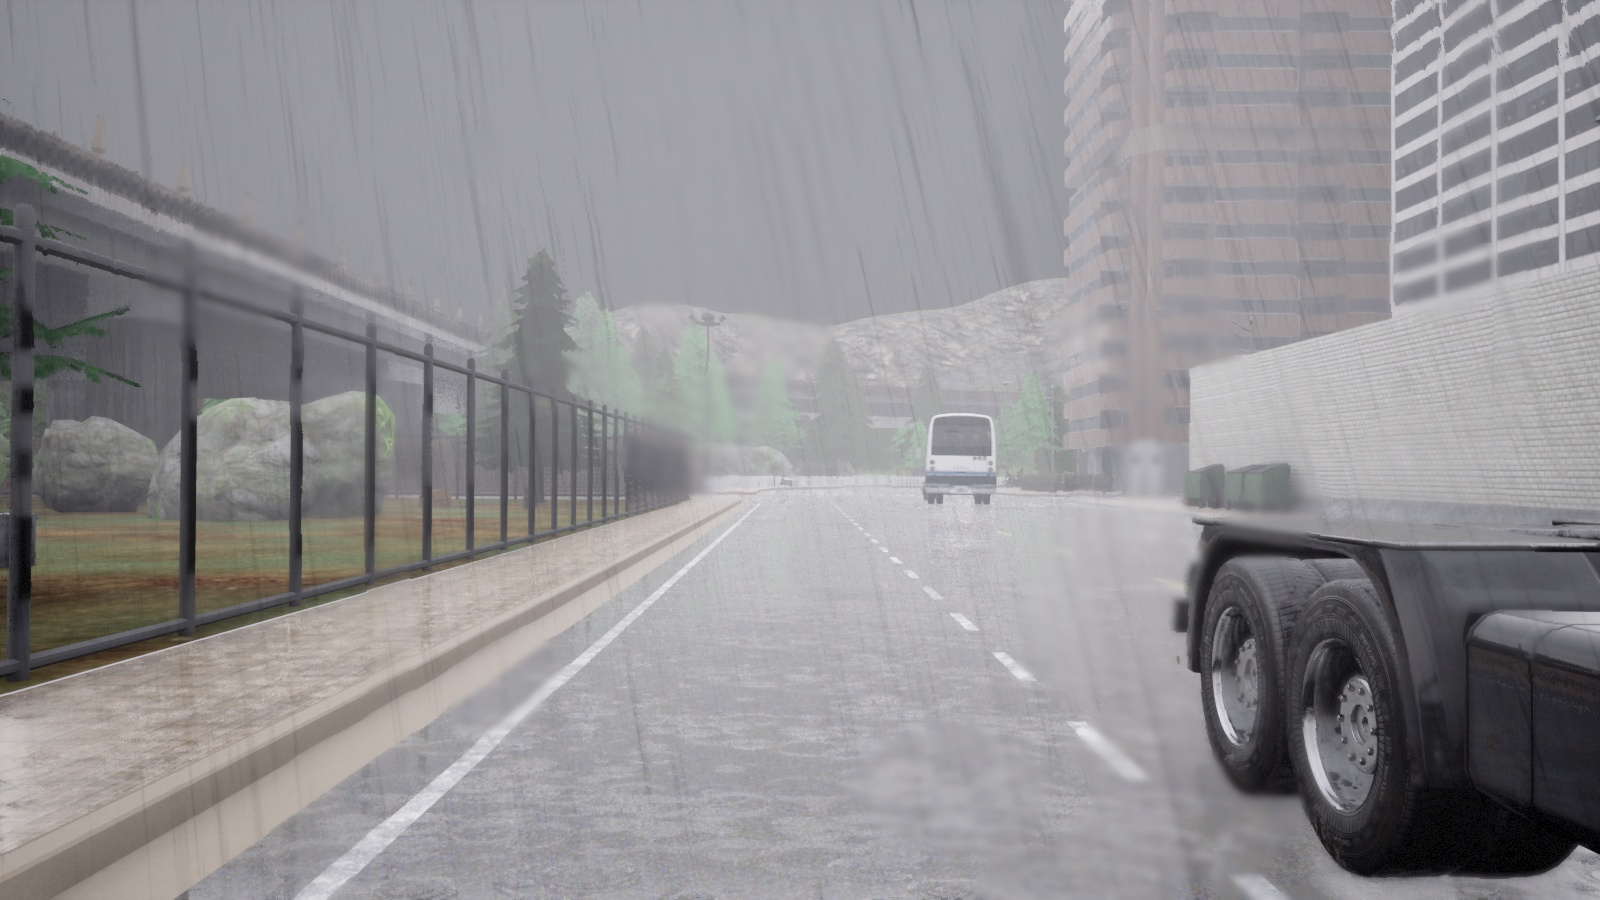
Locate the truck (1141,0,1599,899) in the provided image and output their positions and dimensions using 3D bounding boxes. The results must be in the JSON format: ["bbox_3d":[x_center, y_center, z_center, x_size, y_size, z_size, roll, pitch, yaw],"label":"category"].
[{"bbox_3d":[3.487,-0.123,3.466,2.891,3.462,7.936,0,-1,0],"label":"truck"}]

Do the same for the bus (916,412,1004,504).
[{"bbox_3d":[7.914,0.490,63.454,3.944,4.253,10.273,0,-1,5],"label":"bus"}]
